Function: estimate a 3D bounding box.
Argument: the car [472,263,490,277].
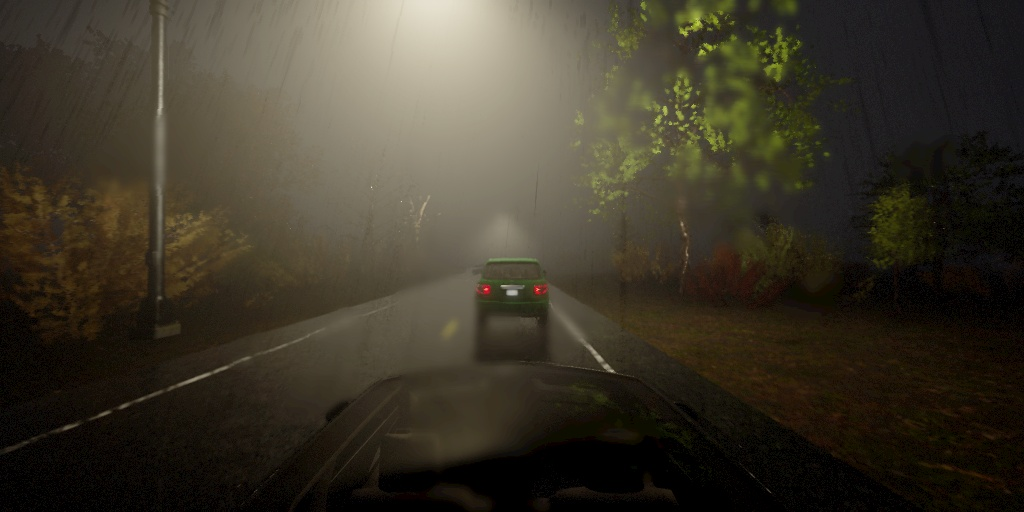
[{"bbox_3d":[-3.805,1.678,44.415,1.882,1.535,5.008,0,-1,-1],"label":"car"}]

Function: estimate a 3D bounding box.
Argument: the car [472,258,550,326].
[{"bbox_3d":[0.050,1.088,12.279,2.150,2.045,5.566,0,0,1],"label":"car"}]
